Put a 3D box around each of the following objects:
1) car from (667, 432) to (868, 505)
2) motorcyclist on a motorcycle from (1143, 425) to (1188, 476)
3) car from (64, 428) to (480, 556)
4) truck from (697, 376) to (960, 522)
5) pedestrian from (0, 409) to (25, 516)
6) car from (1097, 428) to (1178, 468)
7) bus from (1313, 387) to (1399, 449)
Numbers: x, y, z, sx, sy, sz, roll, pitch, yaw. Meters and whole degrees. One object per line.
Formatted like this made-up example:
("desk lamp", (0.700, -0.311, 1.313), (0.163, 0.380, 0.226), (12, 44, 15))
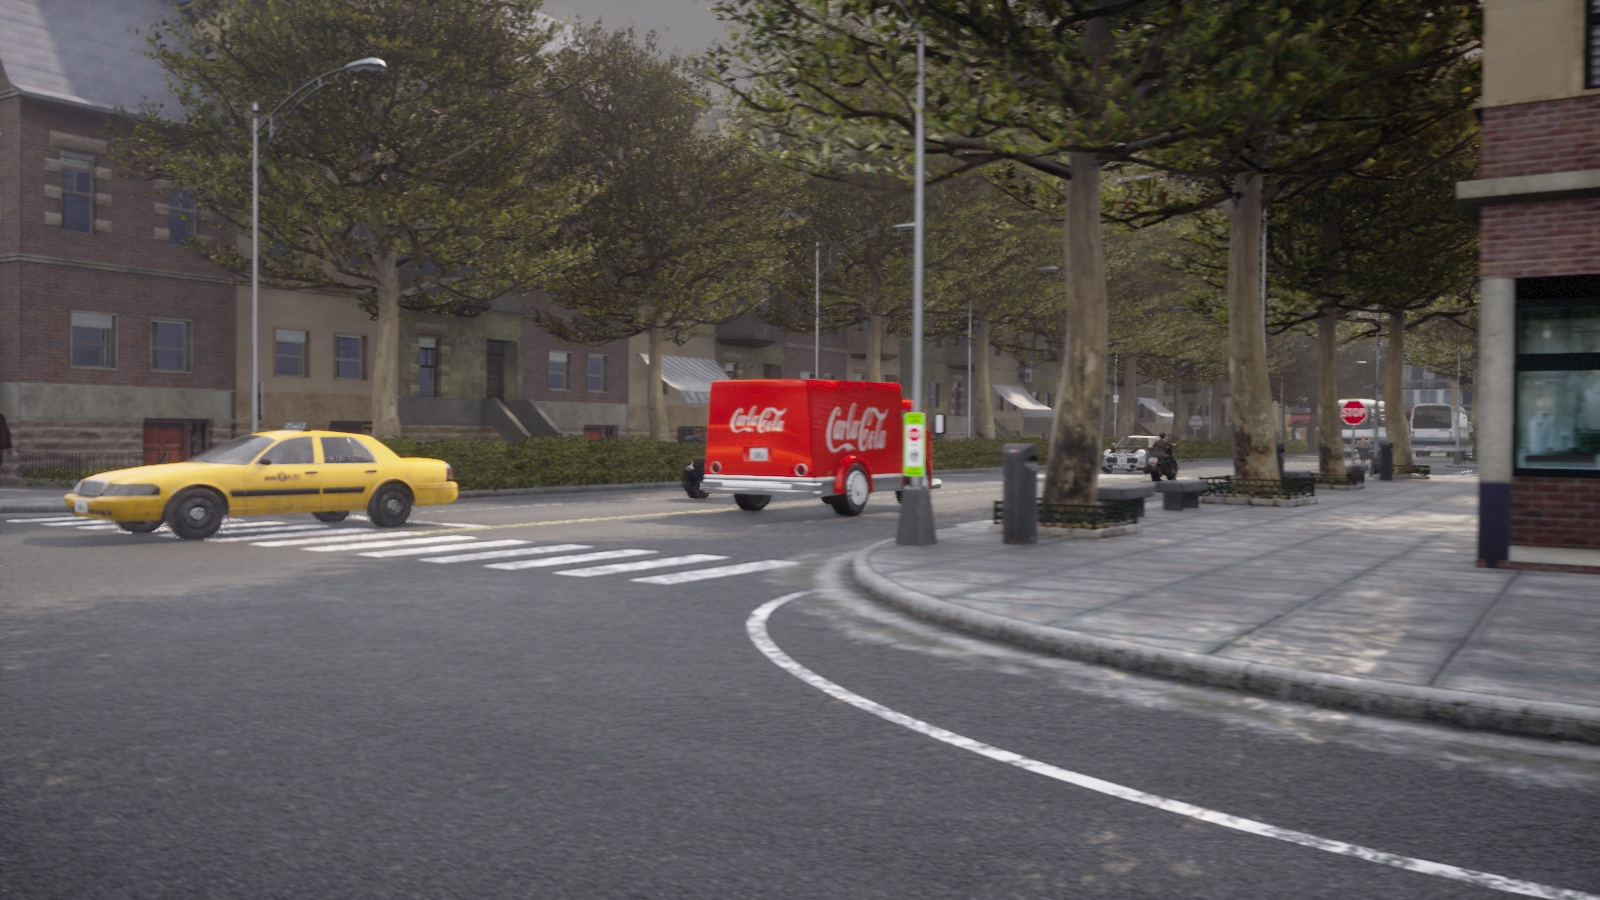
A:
("car", (-0.620, 0.351, 28.369), (2.163, 1.488, 4.792), (0, 1, 33))
("motorcyclist on a motorcycle", (12.035, 0.011, 41.316), (0.766, 1.649, 2.350), (0, 1, 34))
("car", (-7.446, 0.490, 18.321), (1.801, 1.575, 5.366), (0, 1, 38))
("truck", (0.703, -0.081, 24.007), (2.627, 2.467, 5.204), (0, 1, 33))
("pedestrian", (-14.125, 0.219, 21.942), (0.899, 1.844, 0.634), (0, 1, 34))
("car", (13.401, -0.102, 49.739), (1.970, 1.475, 3.806), (0, 1, 33))
("bus", (40.196, -2.243, 90.538), (3.944, 4.253, 10.273), (0, 1, 33))
